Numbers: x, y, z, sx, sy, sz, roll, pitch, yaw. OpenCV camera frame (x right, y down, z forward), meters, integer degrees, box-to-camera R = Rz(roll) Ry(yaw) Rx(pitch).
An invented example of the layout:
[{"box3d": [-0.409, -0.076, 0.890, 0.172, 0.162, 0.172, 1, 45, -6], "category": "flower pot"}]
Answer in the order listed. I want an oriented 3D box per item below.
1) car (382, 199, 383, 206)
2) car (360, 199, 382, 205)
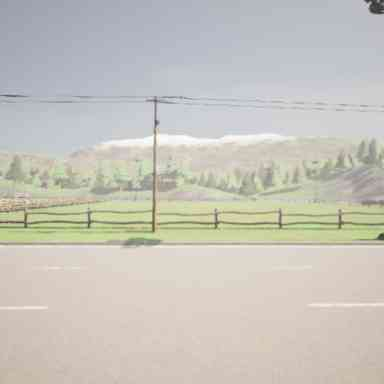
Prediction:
[{"box3d": [44.839, 2.408, 77.828, 1.812, 1.442, 4.674, 0, 0, -2], "category": "car"}, {"box3d": [41.343, 2.356, 77.678, 1.837, 1.490, 4.892, 0, 0, -2], "category": "car"}]
